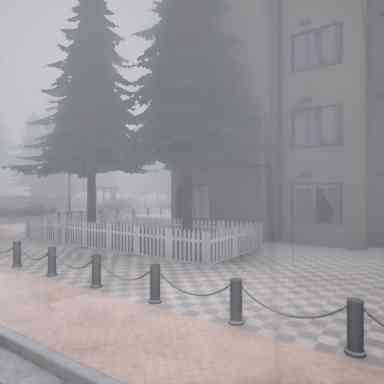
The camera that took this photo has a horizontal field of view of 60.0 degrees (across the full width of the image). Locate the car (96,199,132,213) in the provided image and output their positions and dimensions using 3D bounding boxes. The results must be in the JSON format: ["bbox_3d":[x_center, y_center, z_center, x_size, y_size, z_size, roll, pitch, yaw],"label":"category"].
[{"bbox_3d":[-8.727,1.476,36.233,2.128,1.511,4.902,0,0,37],"label":"car"}]

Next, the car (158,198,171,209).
[{"bbox_3d":[-2.486,1.510,44.461,1.812,1.442,4.674,0,0,37],"label":"car"}]

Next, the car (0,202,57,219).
[{"bbox_3d":[-14.354,1.585,28.786,1.895,1.301,4.718,0,0,37],"label":"car"}]
